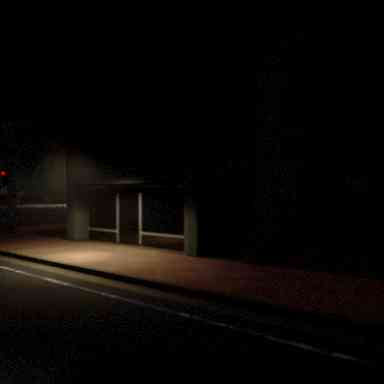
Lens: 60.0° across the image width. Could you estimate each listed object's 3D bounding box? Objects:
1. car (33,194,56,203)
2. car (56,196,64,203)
[{"bbox_3d":[-31.350,1.443,69.934,4.605,1.855,1.932,0,0,35],"label":"car"},{"bbox_3d":[-29.623,1.653,72.260,3.905,1.438,1.784,0,0,35],"label":"car"}]
